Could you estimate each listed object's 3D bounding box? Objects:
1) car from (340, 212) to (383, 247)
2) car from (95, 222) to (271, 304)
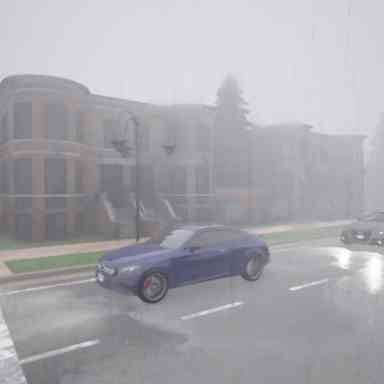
[{"bbox_3d":[8.166,1.555,14.101,4.181,1.385,1.994,0,0,-36],"label":"car"},{"bbox_3d":[0.000,1.523,8.287,4.674,1.442,1.812,0,0,-36],"label":"car"}]
